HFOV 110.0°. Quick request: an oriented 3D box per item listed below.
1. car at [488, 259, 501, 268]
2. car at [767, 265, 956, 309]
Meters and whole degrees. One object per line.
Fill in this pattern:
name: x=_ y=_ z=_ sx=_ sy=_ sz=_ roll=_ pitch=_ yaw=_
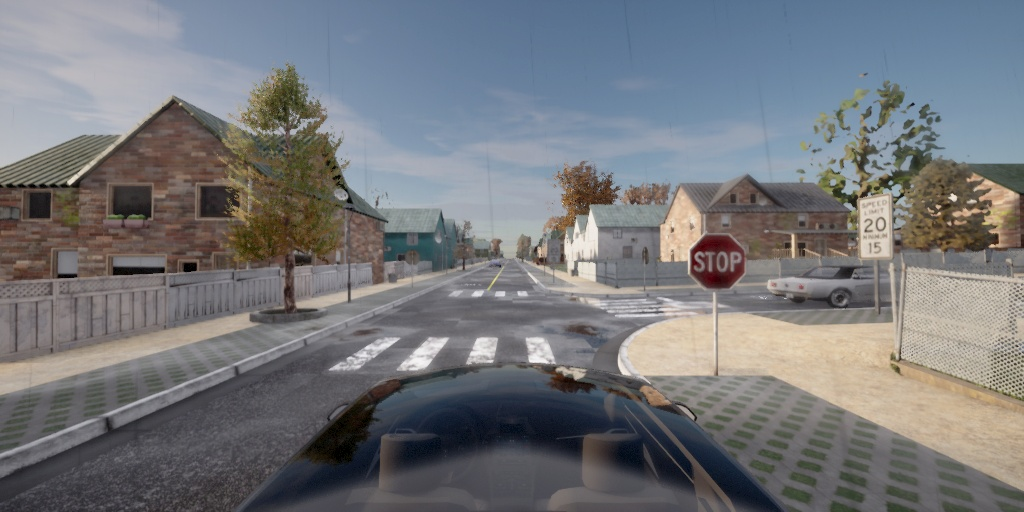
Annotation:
car: x=-2.866 y=1.285 z=61.231 sx=1.812 sy=1.442 sz=4.674 roll=0 pitch=0 yaw=0
car: x=11.420 y=0.951 z=11.862 sx=4.718 sy=1.301 sz=1.895 roll=-2 pitch=-1 yaw=1
